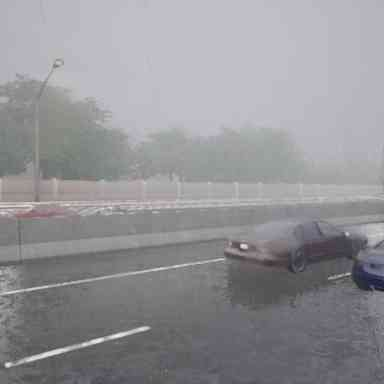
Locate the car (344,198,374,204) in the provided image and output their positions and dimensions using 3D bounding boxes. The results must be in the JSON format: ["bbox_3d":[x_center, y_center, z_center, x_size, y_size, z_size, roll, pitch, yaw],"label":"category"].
[{"bbox_3d":[23.283,1.474,46.377,4.718,1.301,1.895,0,0,-35],"label":"car"}]

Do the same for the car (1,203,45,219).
[{"bbox_3d":[-10.234,1.515,22.489,4.674,1.442,1.812,0,0,-35],"label":"car"}]

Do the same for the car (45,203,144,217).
[{"bbox_3d":[-4.853,1.477,17.729,4.902,1.511,2.128,0,0,-36],"label":"car"}]

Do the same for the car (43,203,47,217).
[{"bbox_3d":[-6.683,1.549,20.723,4.181,1.385,1.994,0,0,-36],"label":"car"}]

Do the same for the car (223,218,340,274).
[{"bbox_3d":[3.472,1.528,10.524,5.357,1.411,2.033,0,0,-36],"label":"car"}]

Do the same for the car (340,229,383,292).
[{"bbox_3d":[5.596,1.544,7.741,4.181,1.385,1.994,0,0,-36],"label":"car"}]
